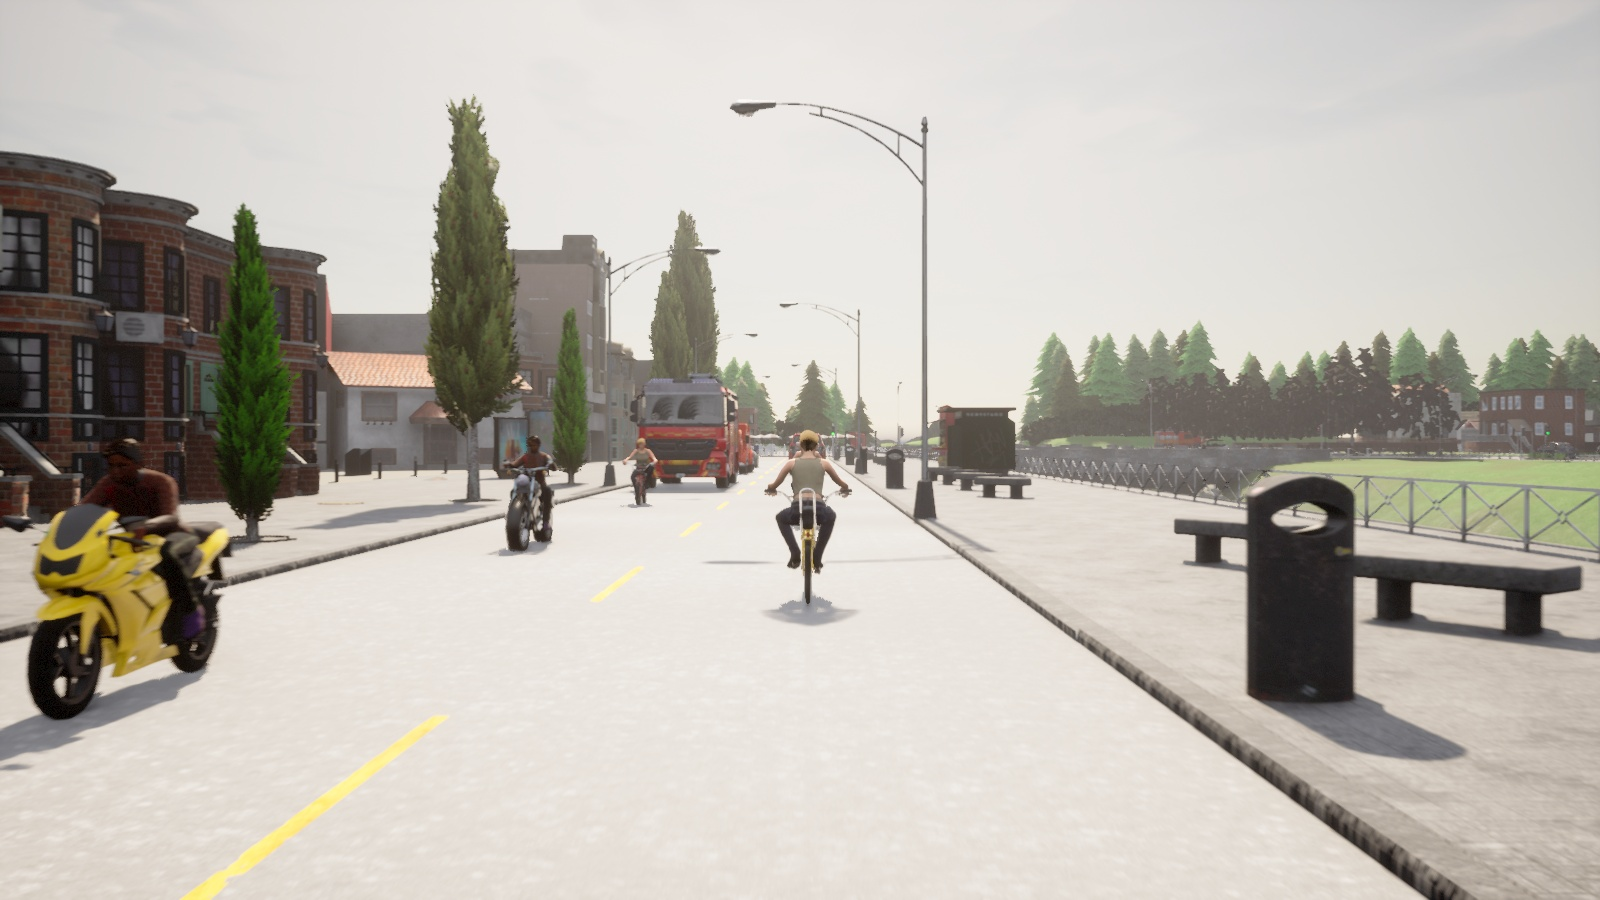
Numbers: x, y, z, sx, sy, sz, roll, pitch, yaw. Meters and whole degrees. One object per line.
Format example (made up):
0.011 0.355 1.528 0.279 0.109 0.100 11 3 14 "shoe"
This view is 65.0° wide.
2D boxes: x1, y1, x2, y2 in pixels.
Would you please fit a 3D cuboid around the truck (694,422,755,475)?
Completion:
-3.642 -0.091 61.637 2.627 2.467 5.204 0 0 0 "truck"

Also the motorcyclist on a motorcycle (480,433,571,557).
-3.884 0.592 17.963 0.766 1.649 2.350 0 0 0 "motorcyclist on a motorcycle"

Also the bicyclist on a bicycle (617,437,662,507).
-3.818 0.511 30.014 0.866 1.612 1.509 0 0 0 "bicyclist on a bicycle"

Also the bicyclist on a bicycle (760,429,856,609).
0.078 0.615 12.043 0.866 1.612 1.509 0 0 1 "bicyclist on a bicycle"

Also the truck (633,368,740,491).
-3.744 -0.666 43.394 2.891 3.827 8.468 0 0 0 "truck"

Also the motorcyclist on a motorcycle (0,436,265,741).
-3.944 0.684 7.284 0.797 1.523 2.044 0 0 0 "motorcyclist on a motorcycle"

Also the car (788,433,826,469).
0.423 0.050 73.688 2.150 2.045 5.566 0 0 0 "car"

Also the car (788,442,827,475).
0.347 0.388 59.857 1.789 1.549 3.705 0 0 0 "car"
